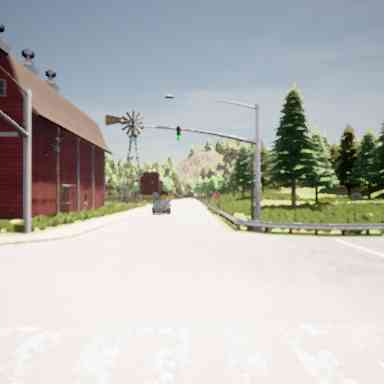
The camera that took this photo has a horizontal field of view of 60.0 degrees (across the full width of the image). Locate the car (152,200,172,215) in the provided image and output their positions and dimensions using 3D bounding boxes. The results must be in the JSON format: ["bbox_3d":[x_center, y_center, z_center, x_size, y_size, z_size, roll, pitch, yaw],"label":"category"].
[{"bbox_3d":[-3.500,1.679,39.101,2.097,1.767,4.553,0,-1,0],"label":"car"}]
